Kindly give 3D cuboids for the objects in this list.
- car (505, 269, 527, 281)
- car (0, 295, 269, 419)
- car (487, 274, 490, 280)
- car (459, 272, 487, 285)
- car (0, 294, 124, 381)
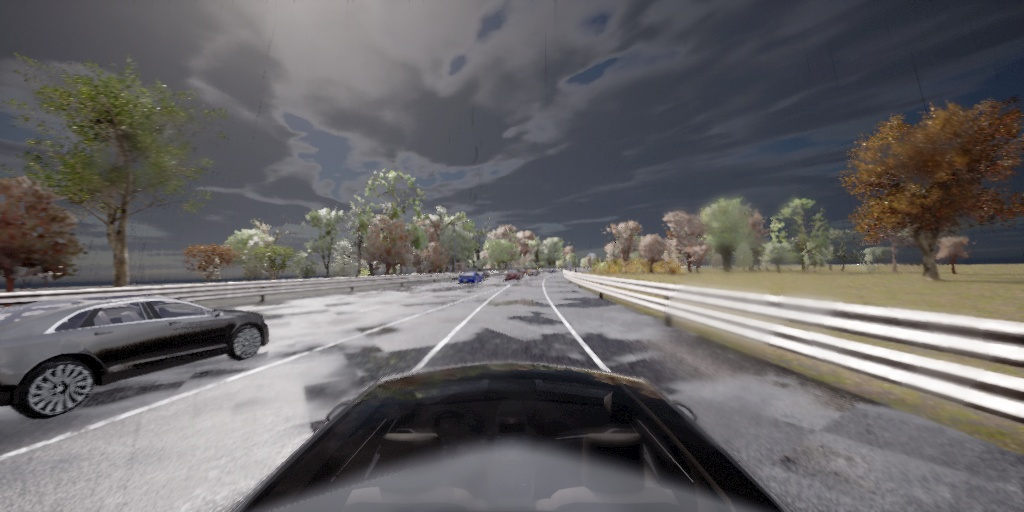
[{"bbox_3d":[0.428,2.697,52.219,2.097,1.767,4.553,-2,-2,10],"label":"car"},{"bbox_3d":[-6.646,1.424,6.214,2.128,1.511,4.902,-2,-2,7],"label":"car"},{"bbox_3d":[-5.172,3.325,60.249,2.033,1.411,5.357,-2,-2,11],"label":"car"},{"bbox_3d":[-4.827,2.627,42.598,1.882,1.535,5.008,-2,-2,10],"label":"car"},{"bbox_3d":[-10.175,1.547,6.093,1.812,1.442,4.674,-2,-2,7],"label":"car"}]
